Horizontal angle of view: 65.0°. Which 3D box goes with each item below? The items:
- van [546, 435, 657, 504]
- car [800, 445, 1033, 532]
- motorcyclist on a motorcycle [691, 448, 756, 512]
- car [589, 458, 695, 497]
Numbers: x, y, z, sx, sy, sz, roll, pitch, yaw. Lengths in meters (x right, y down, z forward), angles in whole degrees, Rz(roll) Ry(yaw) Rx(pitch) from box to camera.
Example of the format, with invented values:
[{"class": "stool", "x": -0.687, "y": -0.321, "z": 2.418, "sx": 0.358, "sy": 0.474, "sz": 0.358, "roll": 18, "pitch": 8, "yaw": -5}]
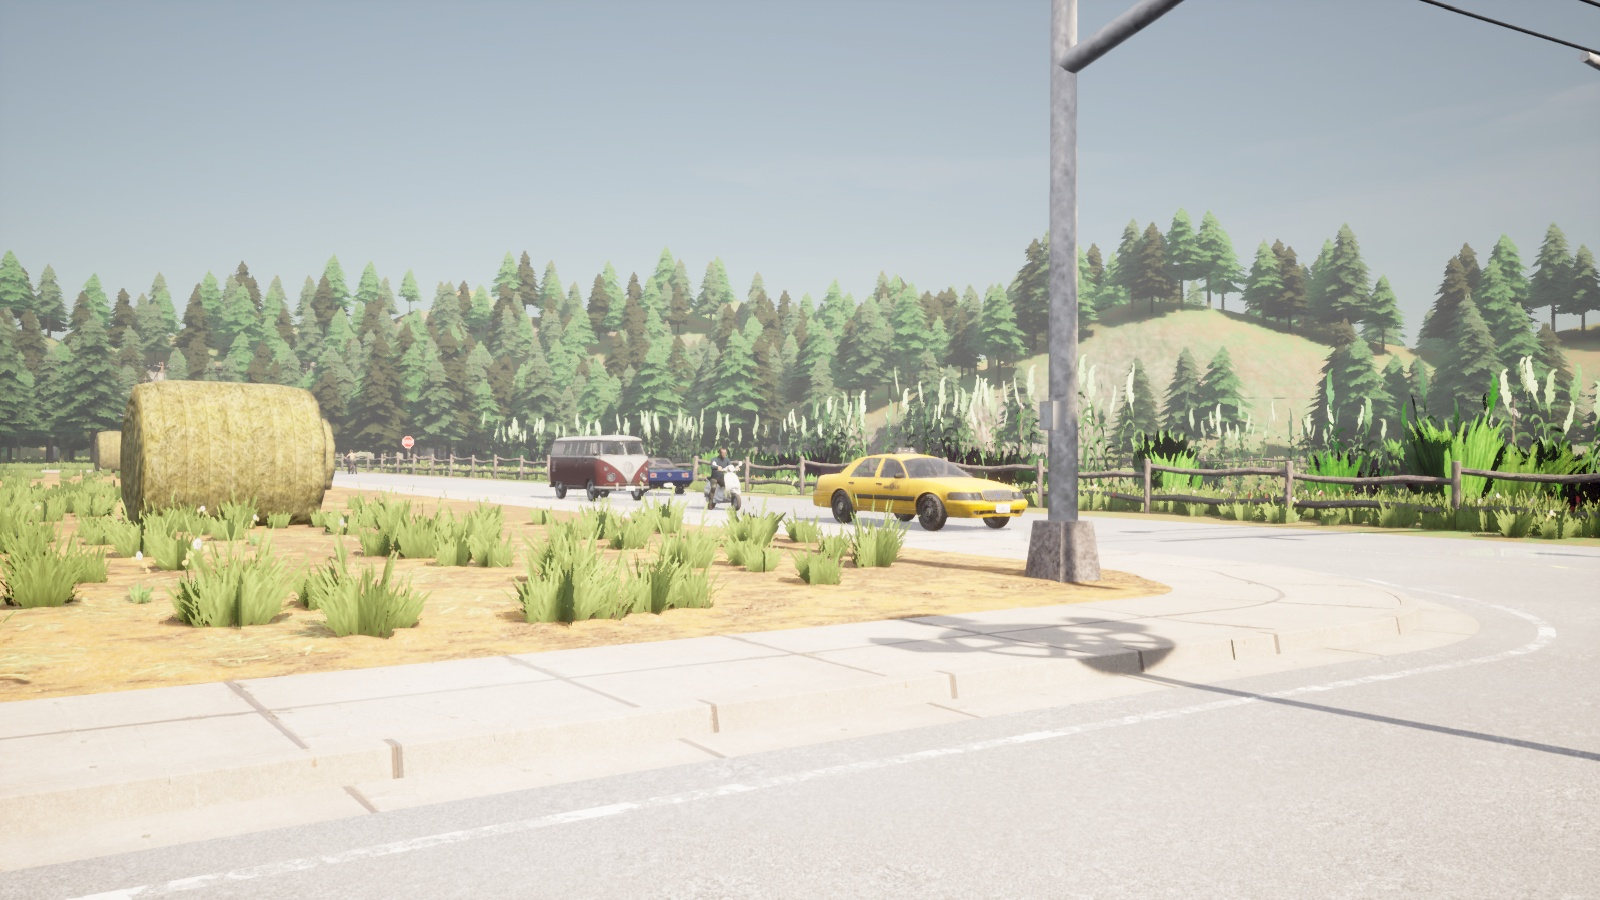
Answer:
[{"class": "van", "x": -6.201, "y": 0.571, "z": 38.757, "sx": 1.775, "sy": 1.987, "sz": 4.442, "roll": 0, "pitch": 0, "yaw": -32}, {"class": "car", "x": 2.192, "y": 0.706, "z": 25.414, "sx": 1.801, "sy": 1.575, "sz": 5.366, "roll": 0, "pitch": 0, "yaw": -32}, {"class": "motorcyclist on a motorcycle", "x": -1.965, "y": 0.746, "z": 32.029, "sx": 0.866, "sy": 1.590, "sz": 1.817, "roll": 0, "pitch": 0, "yaw": -32}, {"class": "car", "x": -5.639, "y": 0.931, "z": 44.433, "sx": 1.895, "sy": 1.301, "sz": 4.718, "roll": 0, "pitch": 0, "yaw": -32}]
